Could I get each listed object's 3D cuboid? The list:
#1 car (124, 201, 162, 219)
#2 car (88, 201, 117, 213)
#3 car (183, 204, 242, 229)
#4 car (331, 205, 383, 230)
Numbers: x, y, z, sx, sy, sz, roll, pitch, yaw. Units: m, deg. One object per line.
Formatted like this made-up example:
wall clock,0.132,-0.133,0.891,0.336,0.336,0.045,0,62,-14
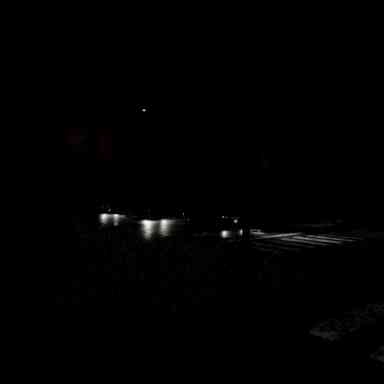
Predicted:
car,-4.550,1.579,30.652,1.882,1.535,5.008,0,0,-35
car,-10.451,1.741,38.888,1.895,1.301,4.718,0,0,-36
car,1.272,1.554,22.542,2.128,1.511,4.902,0,0,-36
car,11.017,1.550,20.460,1.837,1.490,4.892,0,0,-36
